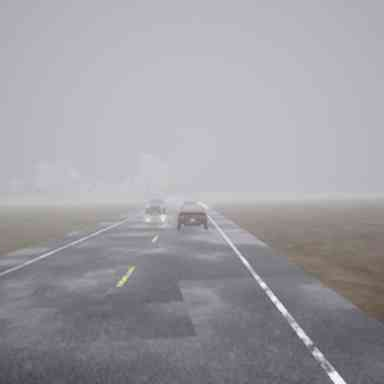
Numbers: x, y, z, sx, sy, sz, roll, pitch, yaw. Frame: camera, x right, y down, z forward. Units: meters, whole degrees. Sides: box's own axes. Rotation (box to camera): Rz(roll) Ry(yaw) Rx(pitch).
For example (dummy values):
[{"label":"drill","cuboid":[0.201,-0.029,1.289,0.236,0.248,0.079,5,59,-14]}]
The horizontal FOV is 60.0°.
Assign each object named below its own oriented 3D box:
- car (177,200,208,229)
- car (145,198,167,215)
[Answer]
[{"label":"car","cuboid":[0.011,1.542,22.252,1.882,1.535,5.008,0,0,0]},{"label":"car","cuboid":[-3.820,1.463,35.994,2.097,1.767,4.553,0,0,-1]}]
